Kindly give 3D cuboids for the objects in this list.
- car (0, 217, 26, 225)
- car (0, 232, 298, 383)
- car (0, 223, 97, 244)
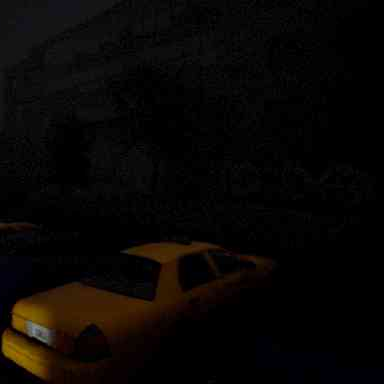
[{"bbox_3d":[-4.662,1.443,8.831,1.946,1.575,5.366,0,0,35],"label":"car"},{"bbox_3d":[-0.112,1.464,5.588,1.946,1.575,5.366,0,0,35],"label":"car"},{"bbox_3d":[-2.479,1.486,7.083,2.163,1.488,4.792,0,0,36],"label":"car"}]
